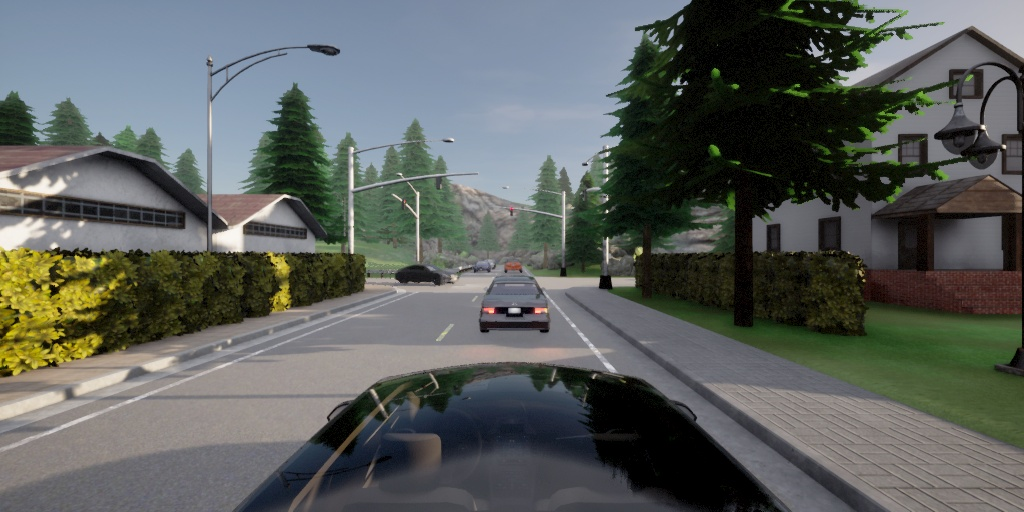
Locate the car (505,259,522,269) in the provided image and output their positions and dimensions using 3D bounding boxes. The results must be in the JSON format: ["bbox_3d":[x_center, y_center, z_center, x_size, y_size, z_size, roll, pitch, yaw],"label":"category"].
[{"bbox_3d":[0.151,1.102,45.438,2.097,1.767,4.553,0,0,0],"label":"car"}]

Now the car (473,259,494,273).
[{"bbox_3d":[-3.567,1.276,43.648,1.812,1.442,4.674,0,0,0],"label":"car"}]

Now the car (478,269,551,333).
[{"bbox_3d":[0.076,1.297,10.729,2.033,1.411,5.357,0,0,0],"label":"car"}]

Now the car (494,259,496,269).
[{"bbox_3d":[-3.561,1.276,53.665,1.812,1.442,4.674,0,0,0],"label":"car"}]

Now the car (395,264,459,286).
[{"bbox_3d":[-5.894,1.271,24.829,4.674,1.442,1.812,0,-1,23],"label":"car"}]
